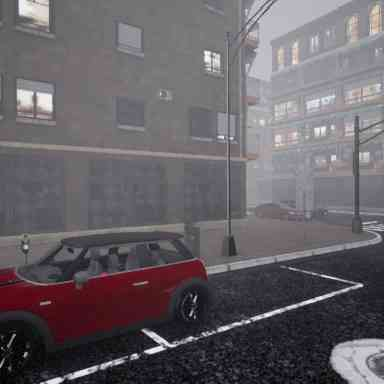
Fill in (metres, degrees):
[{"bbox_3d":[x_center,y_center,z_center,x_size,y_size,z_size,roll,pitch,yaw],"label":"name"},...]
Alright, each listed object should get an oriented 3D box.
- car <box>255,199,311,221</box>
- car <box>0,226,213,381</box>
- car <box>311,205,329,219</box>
[{"bbox_3d":[6.776,1.471,26.179,1.802,1.307,4.206,0,0,-35],"label":"car"},{"bbox_3d":[-1.707,1.440,5.402,4.097,1.590,1.967,0,0,-35],"label":"car"},{"bbox_3d":[8.862,1.346,27.700,1.882,1.535,5.008,-1,1,-35],"label":"car"}]
